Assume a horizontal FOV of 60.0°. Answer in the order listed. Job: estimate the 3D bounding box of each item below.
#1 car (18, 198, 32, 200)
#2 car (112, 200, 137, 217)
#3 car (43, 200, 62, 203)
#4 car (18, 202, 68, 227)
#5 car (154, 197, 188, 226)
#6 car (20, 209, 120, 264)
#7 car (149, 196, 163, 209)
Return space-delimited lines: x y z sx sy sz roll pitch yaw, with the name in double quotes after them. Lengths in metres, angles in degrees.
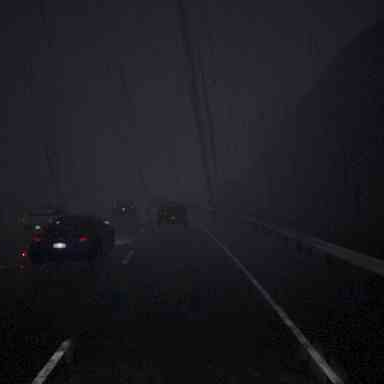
-28.570 1.018 59.164 2.097 1.767 4.553 0 0 -9 "car"
-5.942 1.386 29.479 1.994 1.385 4.181 0 0 -9 "car"
-13.449 1.414 32.365 1.895 1.301 4.718 0 0 -9 "car"
-8.065 1.491 19.052 1.895 1.301 4.718 0 0 -6 "car"
-1.391 1.340 22.061 1.882 1.535 5.008 0 1 -6 "car"
-3.919 1.496 11.542 1.994 1.385 4.181 0 0 -3 "car"
-4.200 1.226 40.936 1.882 1.535 5.008 0 0 -9 "car"
